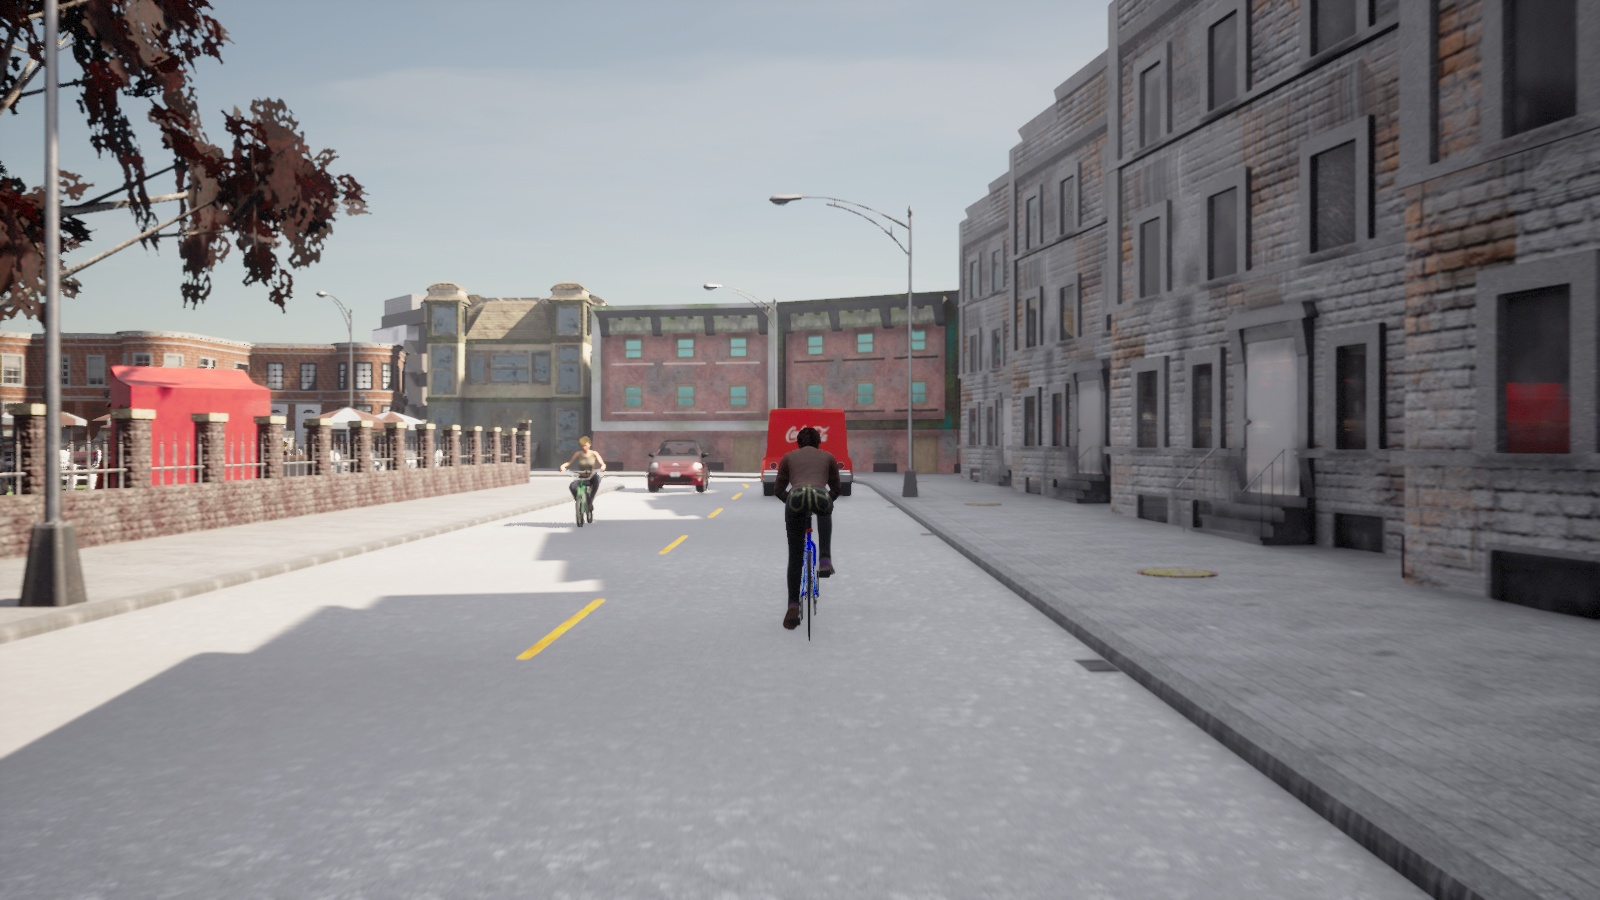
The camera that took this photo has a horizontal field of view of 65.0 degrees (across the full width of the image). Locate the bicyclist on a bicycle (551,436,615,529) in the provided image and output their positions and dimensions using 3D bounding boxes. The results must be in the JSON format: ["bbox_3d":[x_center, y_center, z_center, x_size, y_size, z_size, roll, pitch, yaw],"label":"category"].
[{"bbox_3d":[-3.863,0.553,22.436,0.866,1.612,1.509,0,0,0],"label":"bicyclist on a bicycle"}]

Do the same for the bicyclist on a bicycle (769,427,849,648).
[{"bbox_3d":[0.070,0.643,10.045,0.582,1.620,1.656,0,0,0],"label":"bicyclist on a bicycle"}]

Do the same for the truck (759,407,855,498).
[{"bbox_3d":[0.210,0.052,36.790,2.627,2.467,5.204,0,0,0],"label":"truck"}]

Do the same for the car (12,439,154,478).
[{"bbox_3d":[-30.412,0.351,53.366,4.856,1.649,2.033,0,0,1],"label":"car"}]

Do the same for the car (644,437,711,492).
[{"bbox_3d":[-3.770,0.421,39.175,1.851,1.617,3.988,0,0,-2],"label":"car"}]
